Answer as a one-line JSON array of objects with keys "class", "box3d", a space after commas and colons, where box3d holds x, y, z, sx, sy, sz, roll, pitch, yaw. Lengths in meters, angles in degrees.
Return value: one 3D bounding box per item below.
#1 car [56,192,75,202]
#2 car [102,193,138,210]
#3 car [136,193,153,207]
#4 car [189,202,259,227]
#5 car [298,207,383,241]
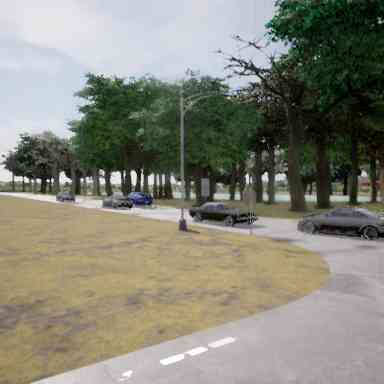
[{"class": "car", "box3d": [-18.943, 0.724, 49.772, 1.837, 1.490, 4.892, -1, 2, -36]}, {"class": "car", "box3d": [-7.630, 1.026, 33.945, 1.994, 1.385, 4.181, -1, 2, -36]}, {"class": "car", "box3d": [-6.187, 0.860, 36.810, 1.882, 1.535, 5.008, -1, 2, -36]}, {"class": "car", "box3d": [1.909, 1.338, 20.765, 1.895, 1.301, 4.718, -2, 2, -37]}, {"class": "car", "box3d": [7.319, 1.425, 16.011, 4.181, 1.385, 1.994, 1, 3, 43]}]
